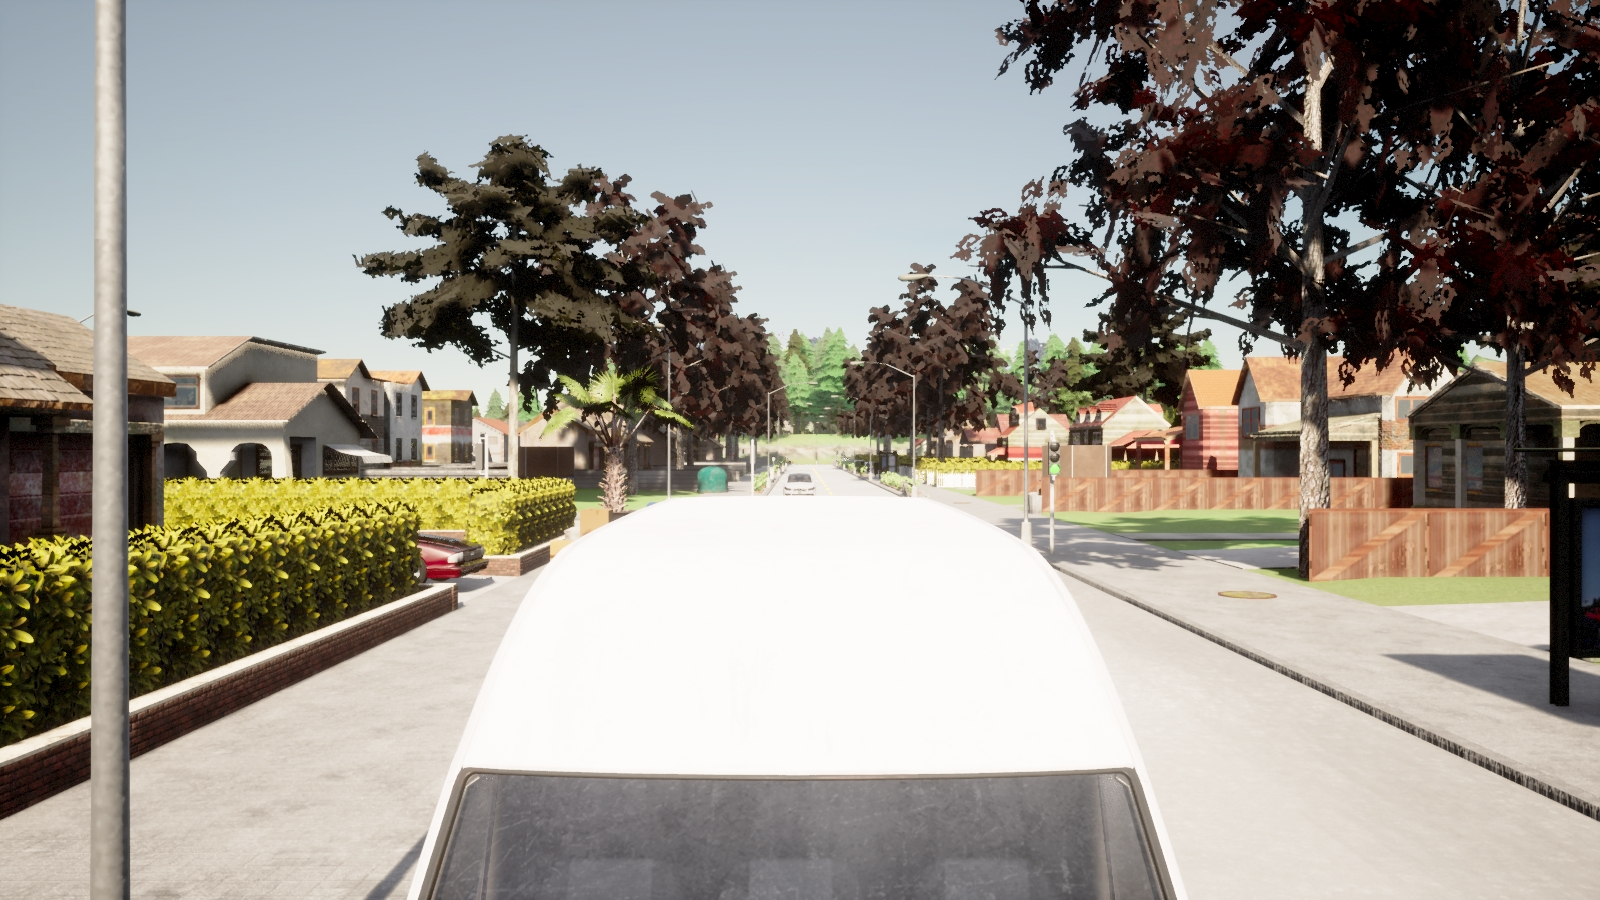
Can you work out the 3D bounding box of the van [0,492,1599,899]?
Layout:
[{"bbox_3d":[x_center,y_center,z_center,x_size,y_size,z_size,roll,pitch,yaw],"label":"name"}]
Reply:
[{"bbox_3d":[0.002,1.537,4.030,1.988,2.561,5.915,0,0,0],"label":"van"}]

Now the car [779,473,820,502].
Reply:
[{"bbox_3d":[-0.024,2.087,64.511,2.231,1.480,4.892,0,0,0],"label":"car"}]

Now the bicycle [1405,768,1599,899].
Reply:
[{"bbox_3d":[2.687,2.062,3.843,0.329,1.471,1.835,0,0,0],"label":"bicycle"}]
